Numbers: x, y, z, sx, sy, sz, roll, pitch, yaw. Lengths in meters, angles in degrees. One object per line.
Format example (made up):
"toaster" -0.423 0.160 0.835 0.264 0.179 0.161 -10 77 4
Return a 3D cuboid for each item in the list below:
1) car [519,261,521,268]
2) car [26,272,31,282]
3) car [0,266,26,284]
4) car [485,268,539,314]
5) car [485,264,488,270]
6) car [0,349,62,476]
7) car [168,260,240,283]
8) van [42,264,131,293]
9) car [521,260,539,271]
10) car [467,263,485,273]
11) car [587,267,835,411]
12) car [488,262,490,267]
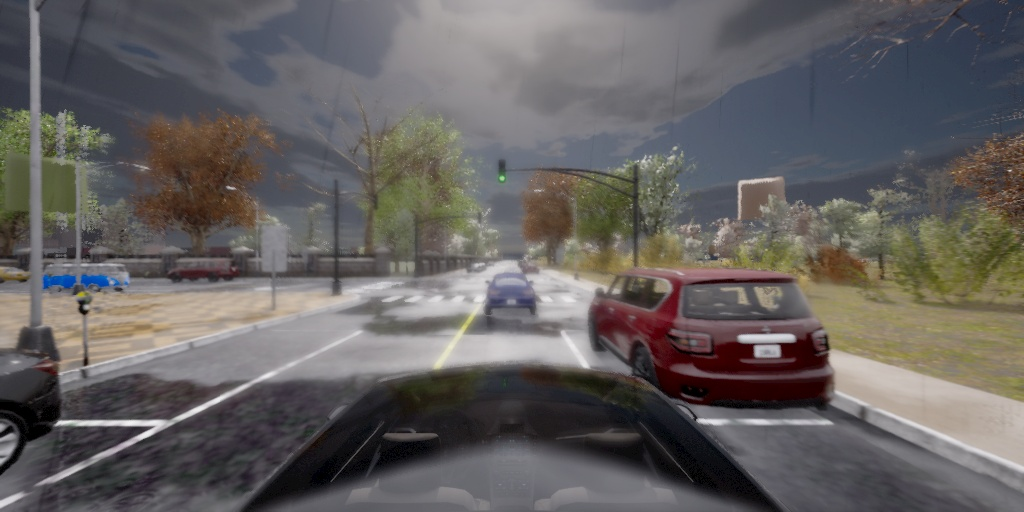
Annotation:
"car" 2.545 1.762 56.776 1.888 1.381 4.507 0 0 0
"car" -36.931 1.587 29.869 4.207 1.307 1.802 0 0 -1
"car" -42.726 1.540 29.768 4.829 1.417 1.751 0 0 -1
"car" -0.101 1.382 14.222 1.812 1.442 4.674 0 0 -2
"car" -5.335 1.783 56.776 1.948 1.339 4.313 0 0 0
"car" -5.388 1.317 1.799 1.948 1.339 4.313 0 0 0
"car" -25.683 1.299 30.065 5.009 1.841 2.192 0 0 -1
"van" -25.829 1.361 21.892 3.998 1.789 1.690 0 0 -1
"car" 2.603 1.583 48.076 1.967 1.591 4.097 0 0 0
"car" -5.335 1.735 51.089 1.948 1.339 4.313 0 0 0
"car" 2.693 1.102 6.142 2.192 1.841 5.009 0 0 0
"car" -5.337 1.832 62.464 1.948 1.339 4.313 0 0 0
